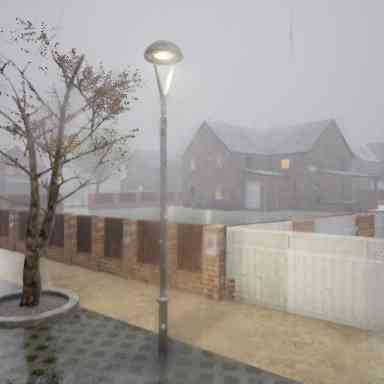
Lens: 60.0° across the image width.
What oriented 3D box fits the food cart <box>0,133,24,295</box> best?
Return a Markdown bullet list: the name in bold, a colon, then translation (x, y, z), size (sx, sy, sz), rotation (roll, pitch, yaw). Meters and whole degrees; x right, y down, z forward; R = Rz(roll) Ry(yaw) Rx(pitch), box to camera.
- **food cart**: translation (-6.462, 0.448, 8.228), size (4.660, 3.560, 2.280), rotation (1, 0, 38)
